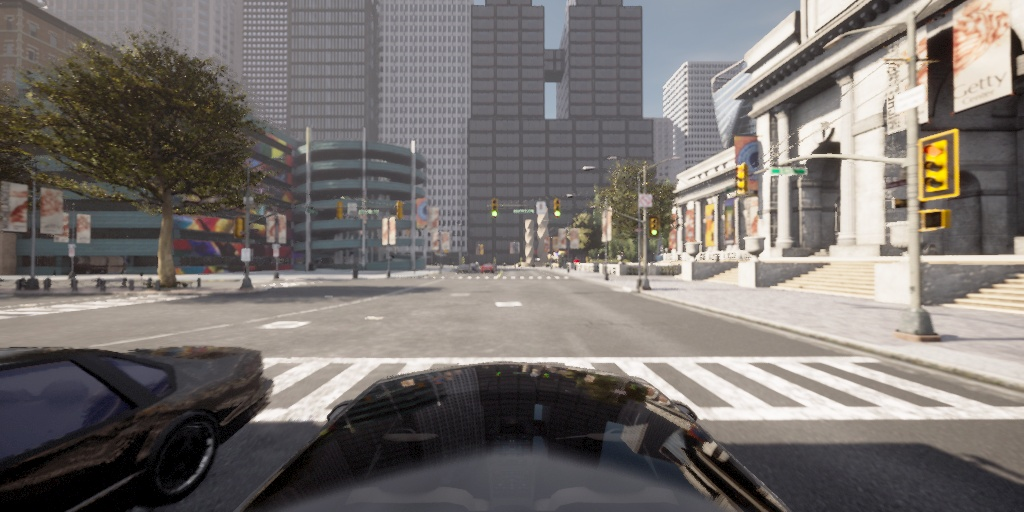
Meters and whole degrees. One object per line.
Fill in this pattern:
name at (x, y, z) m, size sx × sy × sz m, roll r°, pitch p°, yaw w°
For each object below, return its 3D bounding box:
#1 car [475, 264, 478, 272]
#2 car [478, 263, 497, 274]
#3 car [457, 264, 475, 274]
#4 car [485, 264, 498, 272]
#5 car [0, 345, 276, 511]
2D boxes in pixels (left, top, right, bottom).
car at (-7.041, 2.092, 63.617) m, size 2.033 × 1.411 × 5.357 m, roll 0°, pitch -1°, yaw 1°
car at (-3.593, 1.897, 53.897) m, size 1.882 × 1.535 × 5.008 m, roll 0°, pitch -1°, yaw 0°
car at (-7.092, 1.924, 53.875) m, size 1.837 × 1.490 × 4.892 m, roll 0°, pitch -1°, yaw 0°
car at (-3.592, 2.098, 62.845) m, size 1.994 × 1.385 × 4.181 m, roll 0°, pitch -1°, yaw 0°
car at (-3.602, 1.297, 1.674) m, size 2.033 × 1.411 × 5.357 m, roll 0°, pitch -1°, yaw 0°
